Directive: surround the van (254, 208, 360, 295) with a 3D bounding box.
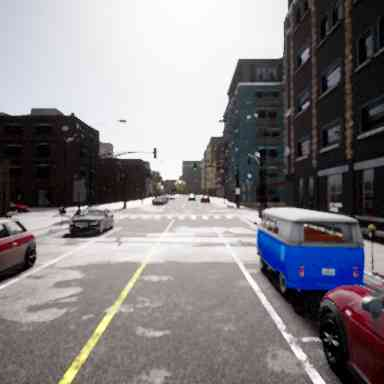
[{"bbox_3d":[2.709,1.348,8.440,1.690,1.788,3.998,1,0,0],"label":"van"}]

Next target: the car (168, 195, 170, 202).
[{"bbox_3d":[-5.669,1.589,62.900,1.887,1.381,4.507,1,0,0],"label":"car"}]

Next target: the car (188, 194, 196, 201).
[{"bbox_3d":[0.011,1.604,85.304,1.994,1.385,4.181,0,0,0],"label":"car"}]

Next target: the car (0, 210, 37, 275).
[{"bbox_3d":[-5.673,1.447,8.448,1.967,1.590,4.097,1,0,0],"label":"car"}]

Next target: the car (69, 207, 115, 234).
[{"bbox_3d":[-5.674,1.566,19.262,2.008,1.369,4.403,1,0,0],"label":"car"}]

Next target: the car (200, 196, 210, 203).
[{"bbox_3d":[2.714,1.488,68.647,1.967,1.590,4.097,1,0,0],"label":"car"}]

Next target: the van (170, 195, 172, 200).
[{"bbox_3d":[-5.664,1.389,68.587,1.690,1.788,3.998,1,0,0],"label":"van"}]

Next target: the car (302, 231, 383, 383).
[{"bbox_3d":[2.706,1.443,3.033,1.967,1.590,4.097,1,0,0],"label":"car"}]

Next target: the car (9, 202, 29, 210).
[{"bbox_3d":[-19.296,1.639,34.518,4.507,1.381,1.887,0,-1,1],"label":"car"}]

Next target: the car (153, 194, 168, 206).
[{"bbox_3d":[-5.746,1.585,57.218,1.887,1.381,4.507,1,0,0],"label":"car"}]

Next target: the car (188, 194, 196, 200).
[{"bbox_3d":[0.011,1.425,95.314,2.128,1.511,4.902,0,0,0],"label":"car"}]
